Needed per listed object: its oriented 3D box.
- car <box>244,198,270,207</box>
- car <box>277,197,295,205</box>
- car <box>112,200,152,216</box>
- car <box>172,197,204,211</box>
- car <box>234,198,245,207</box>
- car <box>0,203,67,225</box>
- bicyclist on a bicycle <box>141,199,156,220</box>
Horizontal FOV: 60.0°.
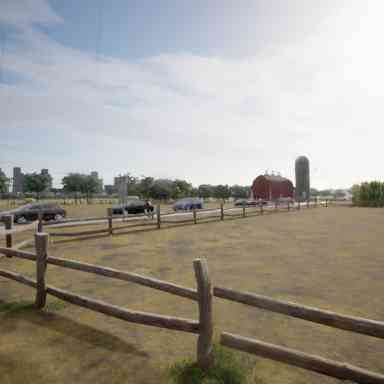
[{"bbox_3d":[10.389,1.671,51.386,1.895,1.301,4.718,-2,-1,35],"label":"car"},{"bbox_3d":[17.303,1.688,61.112,2.033,1.411,5.357,-2,-2,35],"label":"car"},{"bbox_3d":[-6.097,1.588,33.249,1.882,1.535,5.008,-2,-1,35],"label":"car"},{"bbox_3d":[-0.453,1.477,41.218,2.097,1.767,4.553,-2,-1,35],"label":"car"},{"bbox_3d":[8.457,1.727,53.587,1.994,1.385,4.181,-2,-2,35],"label":"car"},{"bbox_3d":[-11.894,1.602,25.064,1.837,1.490,4.892,-2,-2,35],"label":"car"},{"bbox_3d":[-3.522,1.419,26.545,1.656,1.620,0.582,0,0,35],"label":"bicyclist on a bicycle"}]
